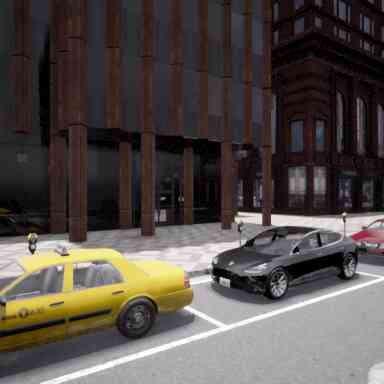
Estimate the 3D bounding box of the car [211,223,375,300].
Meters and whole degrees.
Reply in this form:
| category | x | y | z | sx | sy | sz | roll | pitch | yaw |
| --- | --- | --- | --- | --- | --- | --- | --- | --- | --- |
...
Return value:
| category | x | y | z | sx | sy | sz | roll | pitch | yaw |
| --- | --- | --- | --- | --- | --- | --- | --- | --- | --- |
| car | 2.480 | 1.566 | 8.401 | 4.313 | 1.339 | 1.947 | 0 | 0 | -35 |

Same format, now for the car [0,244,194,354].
| category | x | y | z | sx | sy | sz | roll | pitch | yaw |
| --- | --- | --- | --- | --- | --- | --- | --- | --- | --- |
| car | -2.255 | 1.525 | 5.040 | 4.829 | 1.417 | 1.752 | 0 | 0 | -35 |

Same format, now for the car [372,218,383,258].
| category | x | y | z | sx | sy | sz | roll | pitch | yaw |
| --- | --- | --- | --- | --- | --- | --- | --- | --- | --- |
| car | 7.077 | 1.583 | 11.664 | 4.206 | 1.307 | 1.802 | 0 | 0 | -35 |
